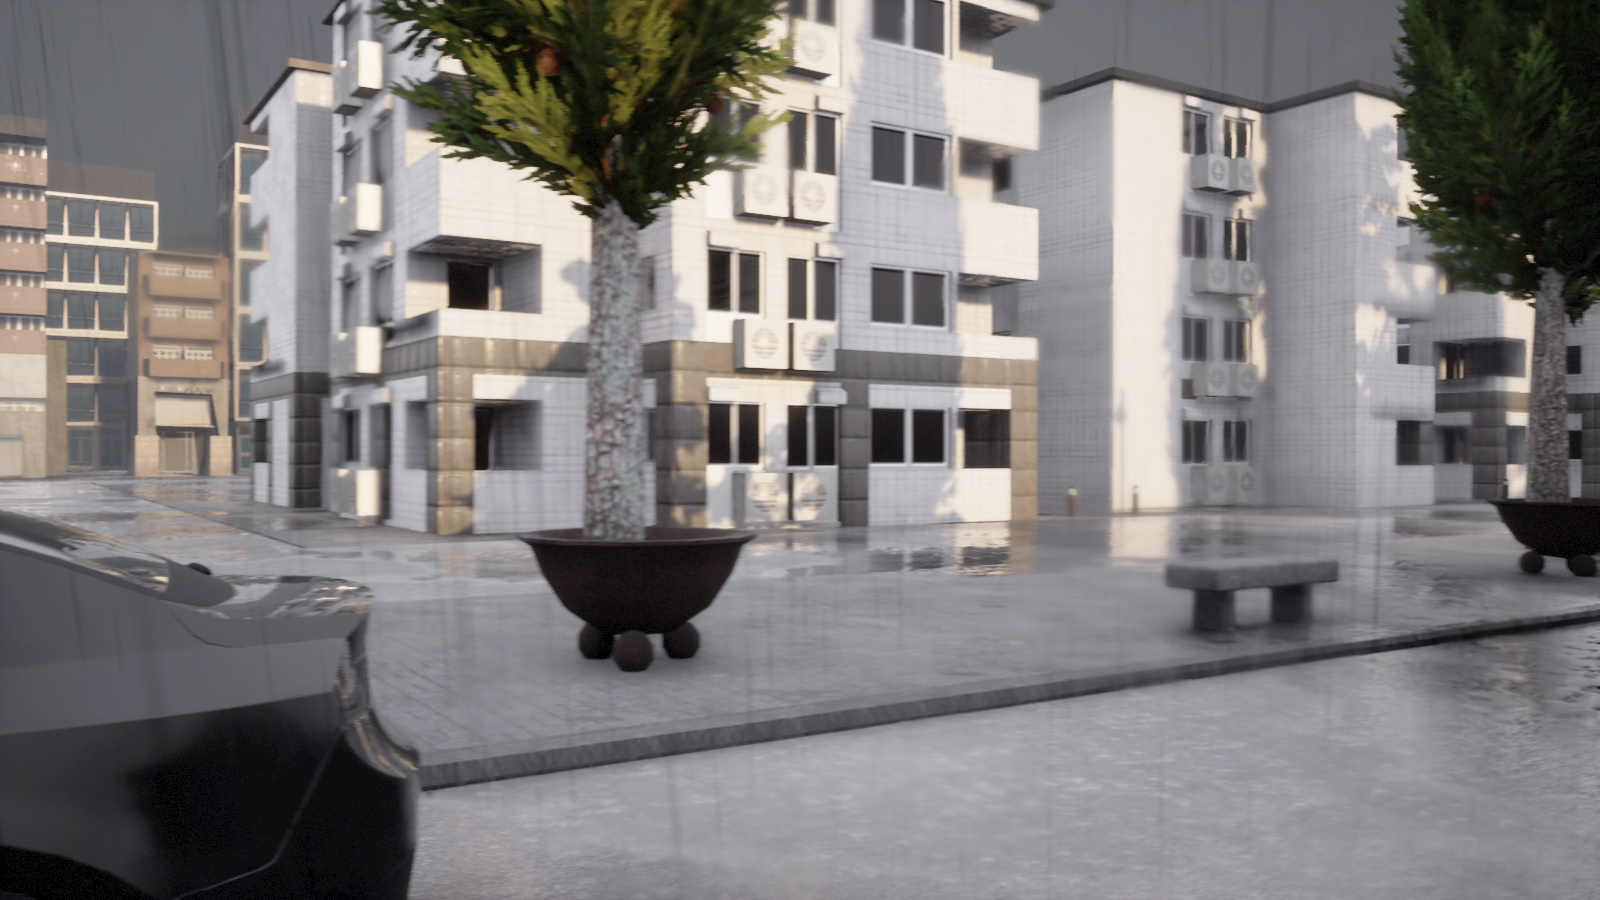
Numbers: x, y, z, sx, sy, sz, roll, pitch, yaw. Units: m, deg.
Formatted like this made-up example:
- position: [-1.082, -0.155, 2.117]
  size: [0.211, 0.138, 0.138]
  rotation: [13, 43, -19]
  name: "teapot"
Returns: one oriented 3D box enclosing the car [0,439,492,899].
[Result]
- position: [-3.203, 0.757, 2.083]
  size: [4.892, 1.490, 1.837]
  rotation: [-1, 0, -33]
  name: "car"
